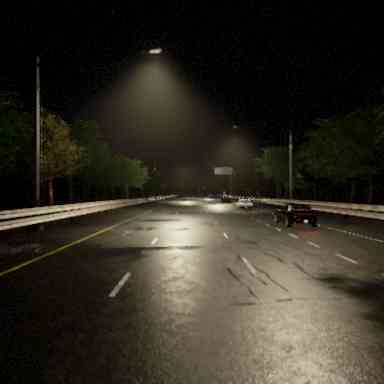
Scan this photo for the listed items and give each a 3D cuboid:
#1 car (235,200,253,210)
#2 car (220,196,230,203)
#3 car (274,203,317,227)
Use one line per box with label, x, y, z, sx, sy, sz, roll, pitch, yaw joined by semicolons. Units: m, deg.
car;7.110;1.713;45.758;1.895;1.301;4.718;0;0;0
car;7.288;1.725;73.209;2.128;1.511;4.902;0;0;0
car;7.026;1.552;22.907;1.837;1.490;4.892;0;0;0
